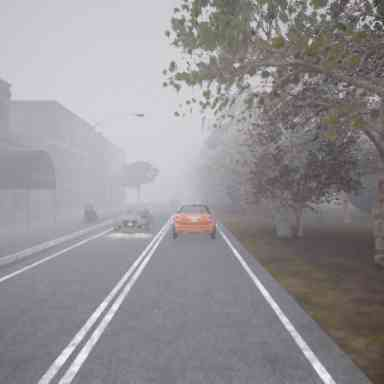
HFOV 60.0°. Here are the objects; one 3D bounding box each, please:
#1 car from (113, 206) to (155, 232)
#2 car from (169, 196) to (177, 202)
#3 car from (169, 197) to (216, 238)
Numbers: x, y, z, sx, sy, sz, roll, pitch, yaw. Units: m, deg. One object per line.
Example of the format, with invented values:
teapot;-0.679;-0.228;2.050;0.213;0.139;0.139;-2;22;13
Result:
car;-3.353;1.559;19.920;1.994;1.385;4.181;0;0;0
car;-3.279;1.525;62.157;2.033;1.411;5.357;0;0;1
car;0.099;1.348;17.752;2.097;1.767;4.553;0;0;0
